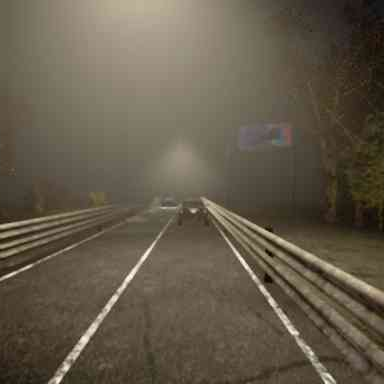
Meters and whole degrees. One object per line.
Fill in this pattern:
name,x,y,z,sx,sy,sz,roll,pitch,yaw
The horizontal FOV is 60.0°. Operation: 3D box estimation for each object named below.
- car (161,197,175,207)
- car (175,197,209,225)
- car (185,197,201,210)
car,-3.314,1.455,48.800,1.994,1.385,4.181,0,0,0
car,0.089,1.298,23.932,2.097,1.767,4.553,0,0,0
car,0.072,1.411,41.279,1.837,1.490,4.892,0,0,0
